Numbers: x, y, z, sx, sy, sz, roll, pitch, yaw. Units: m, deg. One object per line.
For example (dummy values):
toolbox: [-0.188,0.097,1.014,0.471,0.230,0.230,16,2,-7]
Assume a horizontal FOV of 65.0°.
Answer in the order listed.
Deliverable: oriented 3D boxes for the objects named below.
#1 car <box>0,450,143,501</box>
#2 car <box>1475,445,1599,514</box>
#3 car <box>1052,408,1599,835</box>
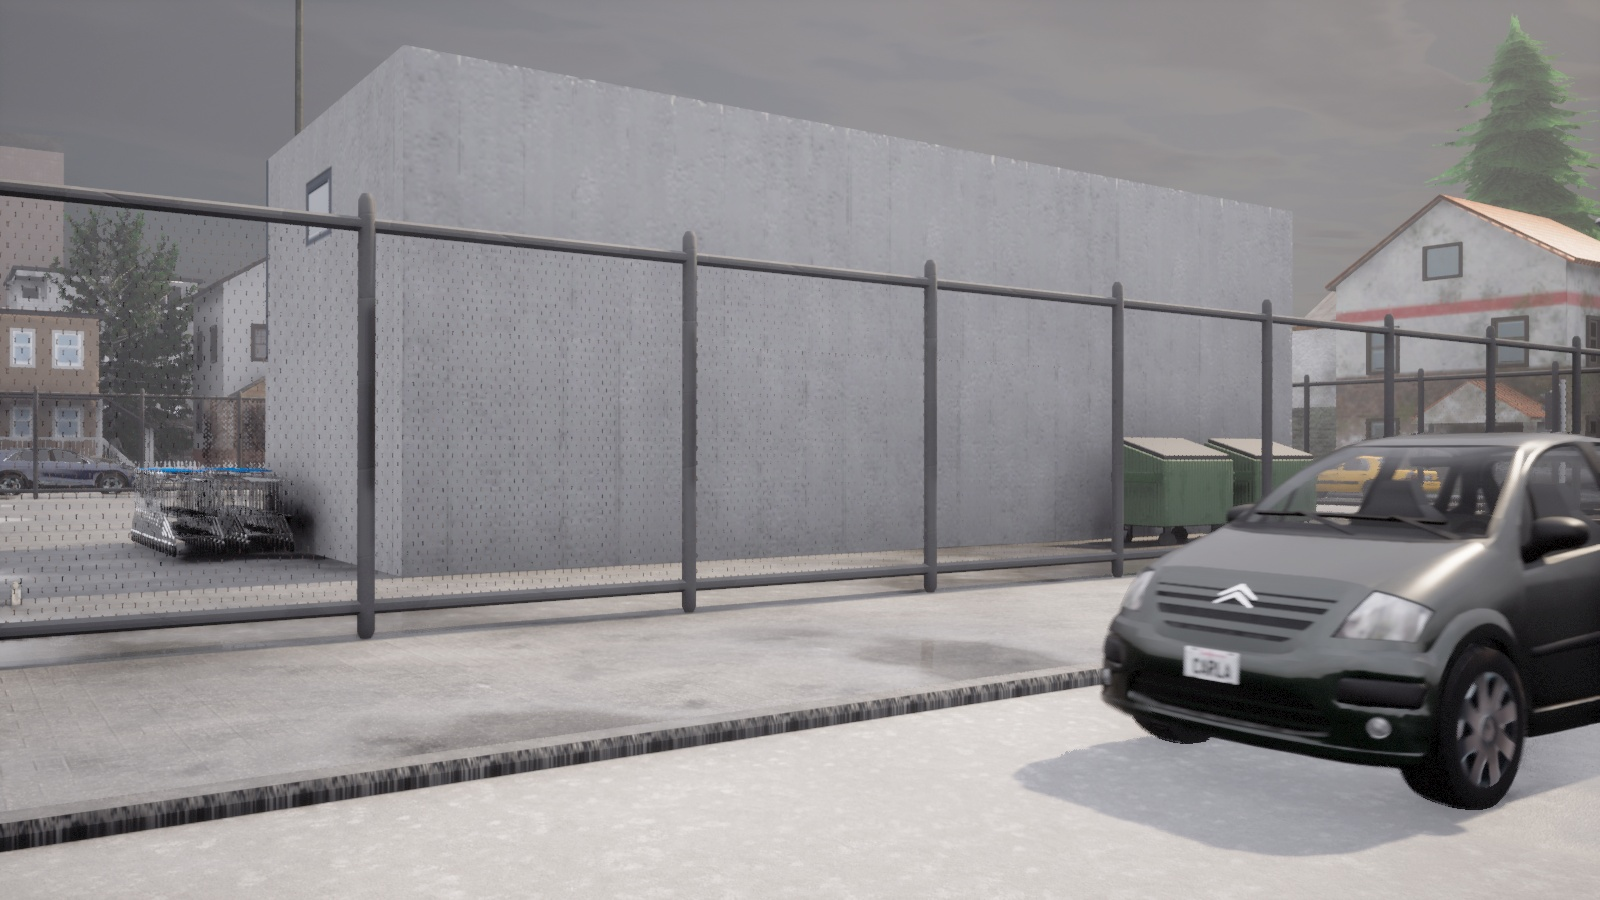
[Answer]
car: [-24.908,0.831,42.177,4.856,1.649,2.033,0,0,-34]
car: [19.522,0.705,30.788,2.033,1.649,4.856,0,0,-35]
car: [3.426,0.652,6.660,3.988,1.617,1.851,0,0,-35]
